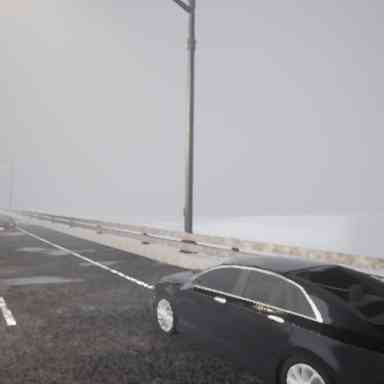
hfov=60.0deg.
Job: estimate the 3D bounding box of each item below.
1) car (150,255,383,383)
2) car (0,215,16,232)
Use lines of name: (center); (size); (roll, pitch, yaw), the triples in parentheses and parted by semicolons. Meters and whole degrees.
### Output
car: (1.114, 1.747, 5.106); (1.837, 1.490, 4.892); (3, -3, -36)
car: (-15.092, 2.454, 26.063); (1.895, 1.301, 4.718); (2, -3, -34)
